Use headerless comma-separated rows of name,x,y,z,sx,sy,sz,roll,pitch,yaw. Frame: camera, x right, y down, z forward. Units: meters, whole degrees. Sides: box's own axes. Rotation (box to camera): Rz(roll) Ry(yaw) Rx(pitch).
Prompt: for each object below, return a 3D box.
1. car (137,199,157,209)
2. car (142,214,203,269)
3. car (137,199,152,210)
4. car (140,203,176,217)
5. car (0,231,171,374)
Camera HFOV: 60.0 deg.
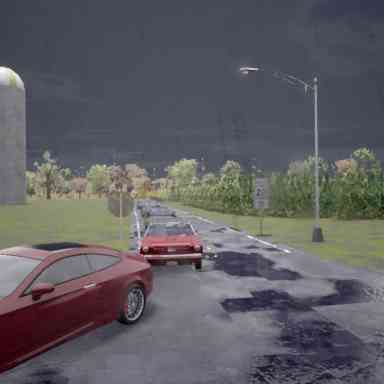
car,-4.045,1.641,32.498,2.128,1.511,4.902,-1,0,-10
car,-0.742,1.665,11.376,1.895,1.301,4.718,-1,0,-5
car,-7.010,1.787,48.436,1.994,1.385,4.181,-1,0,-11
car,-2.006,1.664,20.949,1.994,1.385,4.181,-1,0,-11
car,-2.392,1.557,5.059,1.812,1.442,4.674,0,-1,29
